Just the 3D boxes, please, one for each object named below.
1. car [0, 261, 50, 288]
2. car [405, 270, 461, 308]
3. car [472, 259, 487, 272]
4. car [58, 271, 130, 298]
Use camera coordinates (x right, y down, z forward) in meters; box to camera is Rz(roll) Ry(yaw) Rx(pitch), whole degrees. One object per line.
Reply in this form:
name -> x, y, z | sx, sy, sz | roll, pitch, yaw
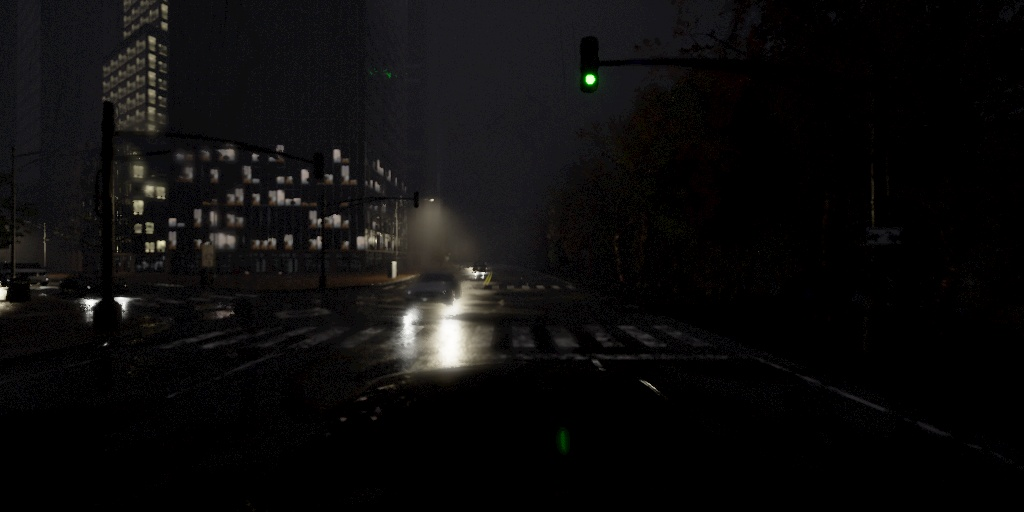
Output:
car -> -40.536, 1.457, 29.603 | 5.566, 2.045, 2.150 | 0, 0, 28
car -> -3.398, 1.397, 16.168 | 1.812, 1.442, 4.674 | 0, 0, -1
car -> -4.717, 1.565, 52.128 | 2.128, 1.511, 4.902 | 0, 0, -3
car -> -24.373, 1.594, 20.845 | 5.357, 1.411, 2.033 | -1, -1, 28
